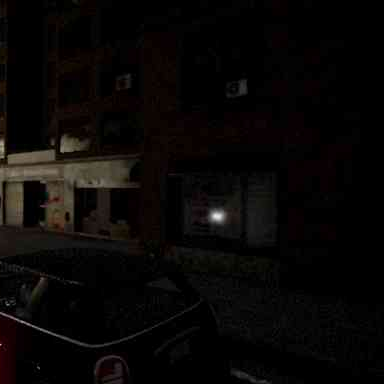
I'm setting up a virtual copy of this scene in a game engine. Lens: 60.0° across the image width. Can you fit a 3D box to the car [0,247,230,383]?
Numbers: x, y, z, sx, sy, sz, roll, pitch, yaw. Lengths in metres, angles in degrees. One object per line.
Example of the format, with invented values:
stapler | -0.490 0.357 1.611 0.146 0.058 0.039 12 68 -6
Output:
car | -1.687 1.413 4.052 4.097 1.590 1.967 1 0 36
